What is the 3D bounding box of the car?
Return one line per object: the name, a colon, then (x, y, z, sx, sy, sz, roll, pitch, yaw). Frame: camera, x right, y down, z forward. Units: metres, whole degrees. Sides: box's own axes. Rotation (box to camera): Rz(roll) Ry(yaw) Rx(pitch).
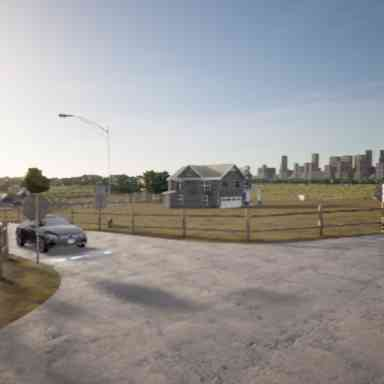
car: (-6.513, 1.781, 15.131, 1.812, 1.442, 4.674, -1, 0, -44)
